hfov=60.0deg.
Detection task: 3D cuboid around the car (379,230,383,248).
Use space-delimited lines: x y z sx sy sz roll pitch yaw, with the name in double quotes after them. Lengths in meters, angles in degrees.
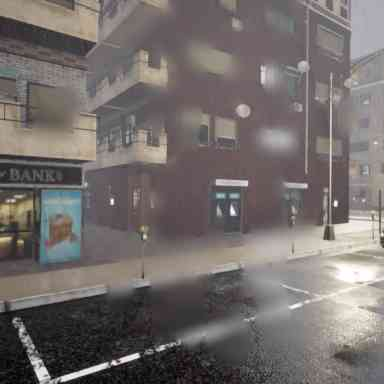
9.116 1.554 13.164 4.403 1.369 2.008 0 1 -35 "car"
